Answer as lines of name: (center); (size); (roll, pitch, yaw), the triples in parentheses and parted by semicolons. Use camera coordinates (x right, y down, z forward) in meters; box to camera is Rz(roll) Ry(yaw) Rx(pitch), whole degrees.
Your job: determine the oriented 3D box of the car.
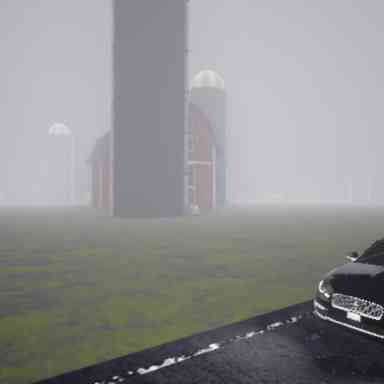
car: (4.265, 1.542, 6.098); (4.892, 1.490, 1.837); (1, -1, -35)
